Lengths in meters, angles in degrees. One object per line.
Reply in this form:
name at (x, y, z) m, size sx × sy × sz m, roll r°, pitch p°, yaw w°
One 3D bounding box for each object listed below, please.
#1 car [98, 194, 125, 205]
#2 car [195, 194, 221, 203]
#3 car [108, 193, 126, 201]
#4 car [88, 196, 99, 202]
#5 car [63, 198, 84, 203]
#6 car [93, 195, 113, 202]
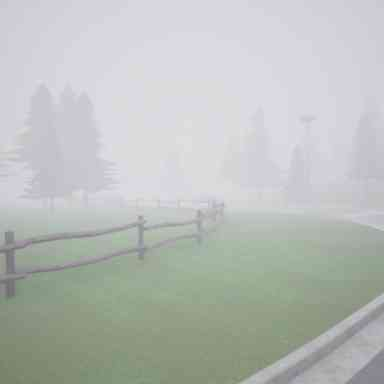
car at (-13.705, 1.449, 56.802) m, size 1.994 × 1.385 × 4.181 m, roll -1°, pitch 0°, yaw -42°
car at (2.542, 1.114, 54.525) m, size 1.882 × 1.535 × 5.008 m, roll -1°, pitch 0°, yaw -42°
car at (-17.253, 1.183, 76.187) m, size 2.097 × 1.767 × 4.553 m, roll -1°, pitch 0°, yaw -42°
car at (-22.511, 1.536, 71.572) m, size 1.895 × 1.301 × 4.718 m, roll -1°, pitch 0°, yaw -42°
car at (-24.960, 1.351, 69.059) m, size 2.097 × 1.767 × 4.553 m, roll -1°, pitch 0°, yaw -42°
car at (-19.754, 1.423, 73.740) m, size 2.033 × 1.411 × 5.357 m, roll -1°, pitch 0°, yaw -42°
